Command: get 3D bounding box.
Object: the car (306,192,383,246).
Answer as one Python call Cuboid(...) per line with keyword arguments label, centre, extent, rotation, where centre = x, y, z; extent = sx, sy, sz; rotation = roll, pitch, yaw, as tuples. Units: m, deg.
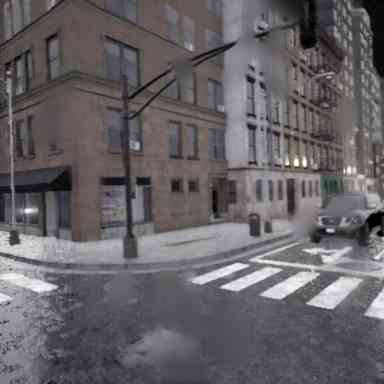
Cuboid(label="car", centre=(7.002, 1.061, 14.759), extent=(2.150, 2.045, 5.566), rotation=(-2, 0, 40))
